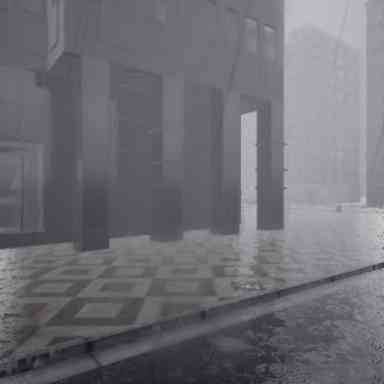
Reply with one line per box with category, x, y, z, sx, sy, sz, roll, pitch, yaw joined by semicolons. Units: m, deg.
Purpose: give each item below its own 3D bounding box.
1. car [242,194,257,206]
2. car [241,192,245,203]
car;10.252;1.392;50.570;1.812;1.442;4.674;0;0;-36
car;7.528;1.113;60.115;2.150;2.045;5.566;0;-1;-35
